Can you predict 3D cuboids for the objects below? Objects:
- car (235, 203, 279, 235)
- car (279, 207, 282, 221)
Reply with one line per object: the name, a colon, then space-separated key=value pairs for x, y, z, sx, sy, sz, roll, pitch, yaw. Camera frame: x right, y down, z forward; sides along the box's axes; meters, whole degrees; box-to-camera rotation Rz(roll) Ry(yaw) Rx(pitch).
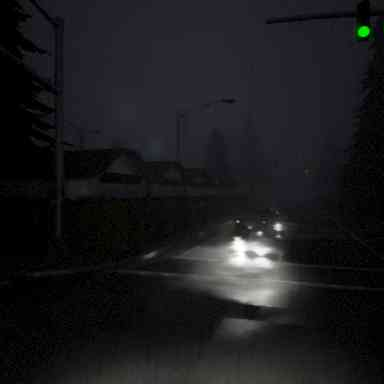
car: x=3.858 y=1.634 z=20.077 sx=2.128 sy=1.511 sz=4.902 roll=0 pitch=0 yaw=18
car: x=6.938 y=1.686 z=29.465 sx=1.812 sy=1.442 sz=4.674 roll=0 pitch=0 yaw=18
